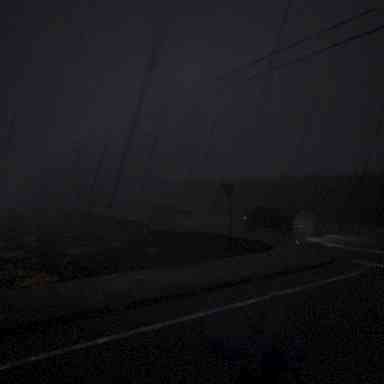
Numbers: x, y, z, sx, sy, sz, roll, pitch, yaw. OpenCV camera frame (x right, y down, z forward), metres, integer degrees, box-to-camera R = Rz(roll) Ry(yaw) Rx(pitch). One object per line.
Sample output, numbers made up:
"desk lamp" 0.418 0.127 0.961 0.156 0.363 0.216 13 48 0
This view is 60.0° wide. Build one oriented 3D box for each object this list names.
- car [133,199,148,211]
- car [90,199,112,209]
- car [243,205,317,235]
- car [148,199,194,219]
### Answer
"car" -5.876 1.579 42.499 2.128 1.511 4.902 0 0 -34
"car" -12.539 1.642 45.898 1.994 1.385 4.181 0 0 -33
"car" 5.079 1.579 19.836 1.837 1.490 4.892 0 0 -31
"car" -1.754 1.553 29.994 1.882 1.535 5.008 0 0 -35
